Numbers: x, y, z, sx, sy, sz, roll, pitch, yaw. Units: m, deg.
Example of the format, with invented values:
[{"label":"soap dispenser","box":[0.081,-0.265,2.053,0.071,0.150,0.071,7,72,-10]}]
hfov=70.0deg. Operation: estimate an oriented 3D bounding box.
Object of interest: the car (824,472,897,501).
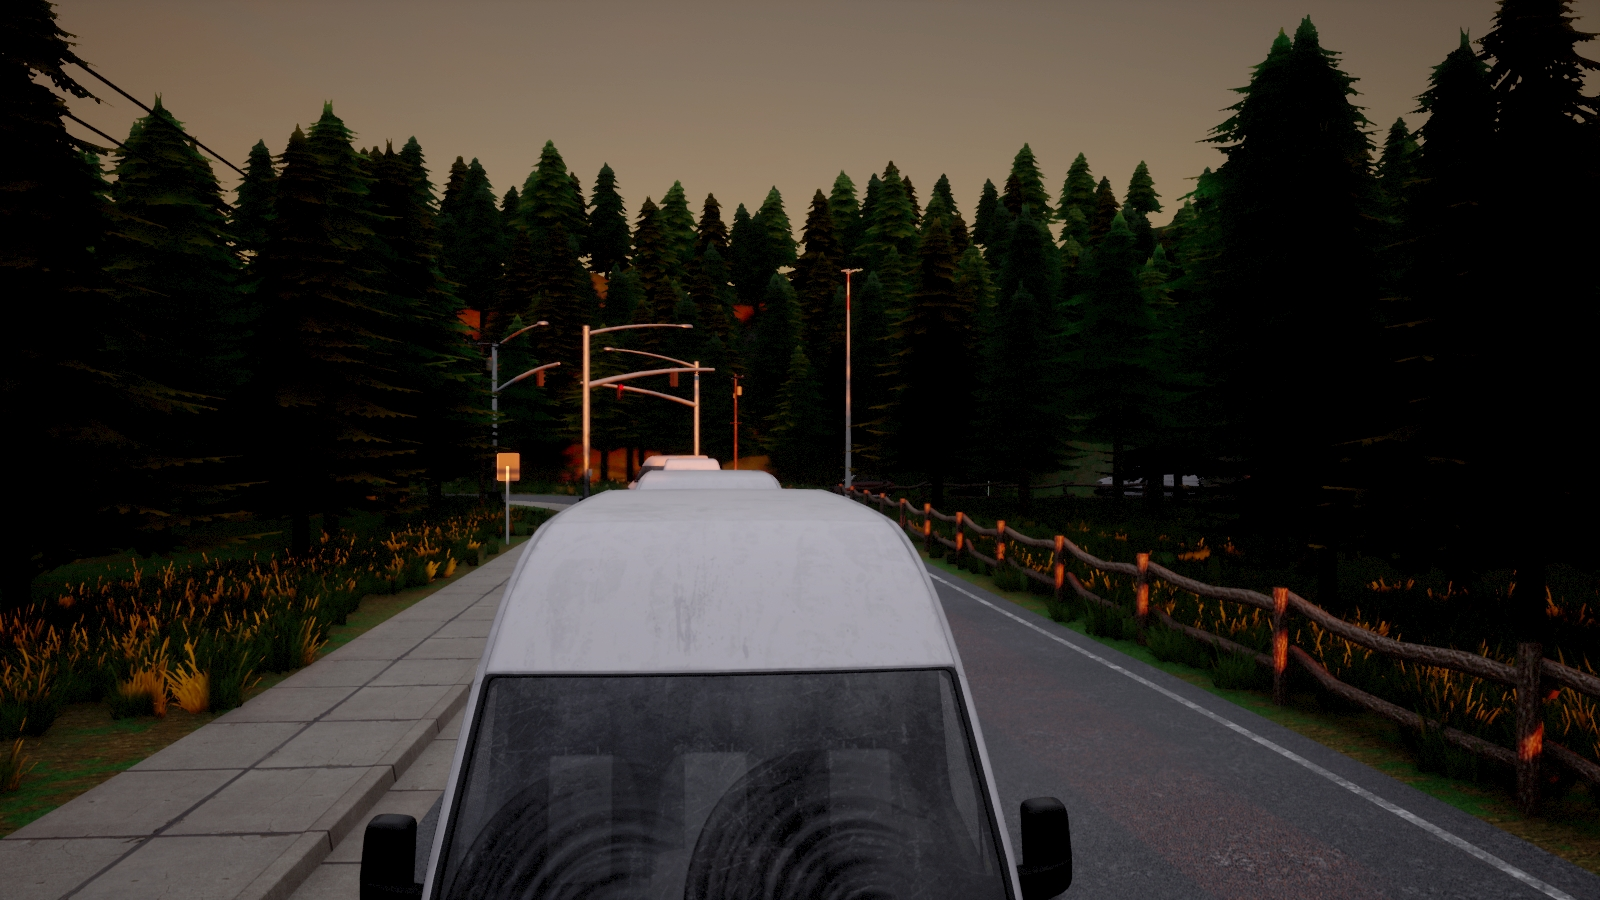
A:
[{"label":"car","box":[3.391,2.027,64.021,3.705,1.549,1.789,0,0,-15]}]

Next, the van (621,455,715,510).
[{"label":"van","box":[-6.385,1.515,56.029,1.988,2.561,5.915,0,0,22]}]

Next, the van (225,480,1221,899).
[{"label":"van","box":[-0.361,1.499,5.231,1.988,2.561,5.915,0,0,-5]}]
